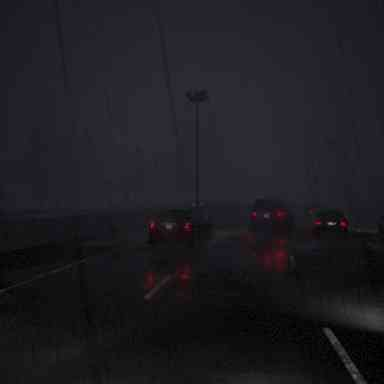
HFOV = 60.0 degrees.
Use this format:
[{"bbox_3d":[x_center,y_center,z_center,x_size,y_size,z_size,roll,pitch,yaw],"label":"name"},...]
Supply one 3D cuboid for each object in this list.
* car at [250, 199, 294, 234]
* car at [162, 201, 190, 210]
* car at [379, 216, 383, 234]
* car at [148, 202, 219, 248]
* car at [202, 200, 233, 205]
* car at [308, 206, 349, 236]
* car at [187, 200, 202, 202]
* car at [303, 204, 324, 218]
[{"bbox_3d":[5.259,1.472,21.401,2.150,2.045,5.566,0,0,22],"label":"car"},{"bbox_3d":[-2.555,2.205,54.784,1.895,1.301,4.718,0,-1,41],"label":"car"},{"bbox_3d":[11.432,1.750,18.068,1.812,1.442,4.674,0,-1,22],"label":"car"},{"bbox_3d":[-0.353,1.531,16.118,2.097,1.767,4.553,0,-1,17],"label":"car"},{"bbox_3d":[3.898,2.026,46.132,1.837,1.490,4.892,-1,-1,40],"label":"car"},{"bbox_3d":[8.477,1.790,20.249,2.033,1.411,5.357,0,-1,23],"label":"car"},{"bbox_3d":[1.970,1.903,49.220,2.097,1.767,4.553,0,-1,40],"label":"car"},{"bbox_3d":[13.167,1.979,34.999,1.994,1.385,4.181,0,-1,37],"label":"car"}]
